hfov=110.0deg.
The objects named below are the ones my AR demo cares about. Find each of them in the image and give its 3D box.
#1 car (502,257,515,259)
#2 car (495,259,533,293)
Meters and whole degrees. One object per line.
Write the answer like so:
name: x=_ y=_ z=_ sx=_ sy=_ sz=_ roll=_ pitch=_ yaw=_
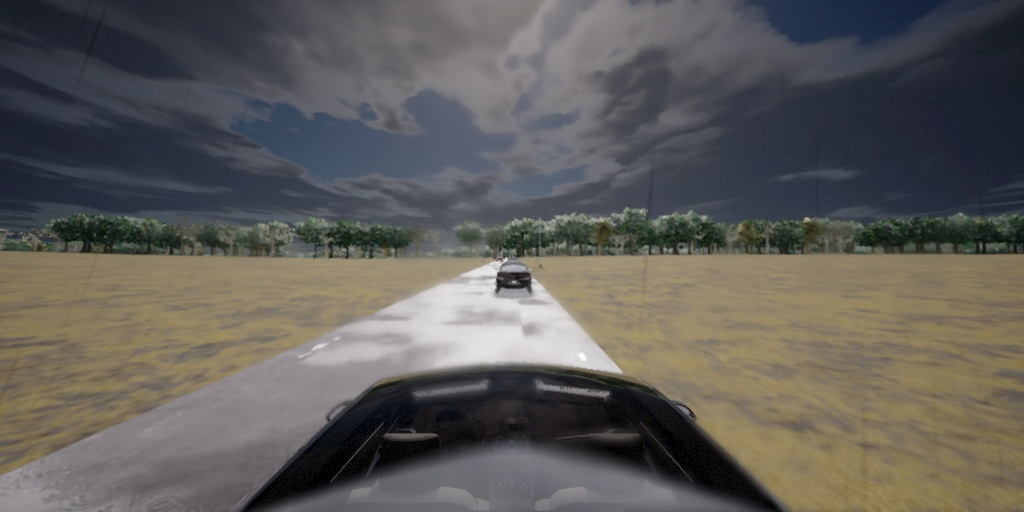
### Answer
car: x=0.095 y=0.995 z=38.918 sx=1.837 sy=1.490 sz=4.892 roll=0 pitch=0 yaw=0
car: x=0.097 y=1.101 z=19.826 sx=1.882 sy=1.535 sz=5.008 roll=0 pitch=0 yaw=0
